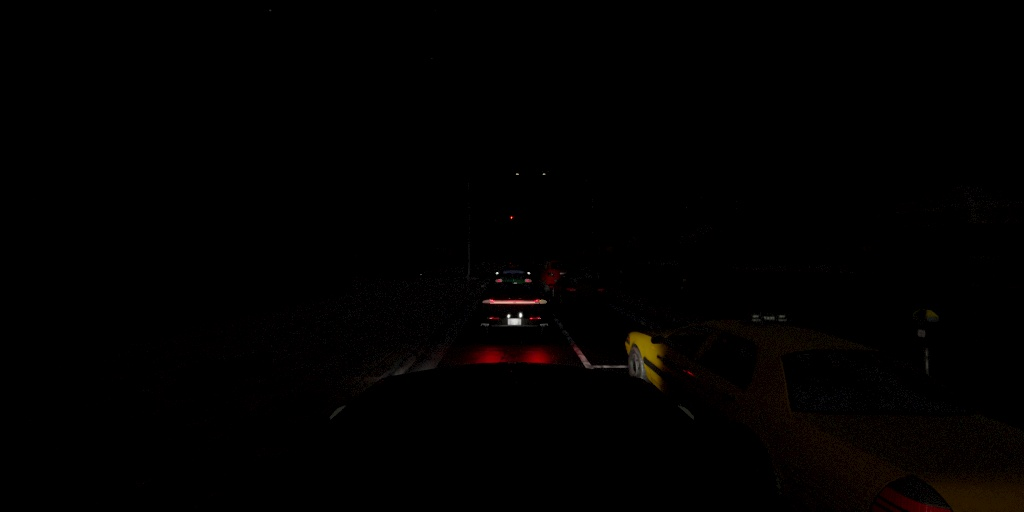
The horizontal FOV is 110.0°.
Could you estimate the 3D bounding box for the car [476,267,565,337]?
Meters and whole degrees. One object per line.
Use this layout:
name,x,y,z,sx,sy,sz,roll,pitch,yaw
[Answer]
car,0.080,1.244,10.352,2.128,1.511,4.902,0,0,1

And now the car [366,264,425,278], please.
car,-10.280,1.343,31.775,4.718,1.301,1.895,0,-1,0

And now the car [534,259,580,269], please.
car,2.671,1.074,20.178,2.192,1.841,5.009,0,0,0

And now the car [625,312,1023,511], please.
car,2.643,1.276,4.000,1.751,1.417,4.829,0,0,0

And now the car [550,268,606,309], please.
car,2.662,1.337,14.729,1.802,1.307,4.207,0,0,0

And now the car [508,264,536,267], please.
car,0.060,1.323,19.297,1.994,1.385,4.181,0,0,-1

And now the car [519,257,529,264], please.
car,2.748,1.395,62.918,1.888,1.381,4.507,0,0,0

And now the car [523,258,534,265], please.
car,2.718,1.350,46.607,1.888,1.381,4.507,0,0,0
